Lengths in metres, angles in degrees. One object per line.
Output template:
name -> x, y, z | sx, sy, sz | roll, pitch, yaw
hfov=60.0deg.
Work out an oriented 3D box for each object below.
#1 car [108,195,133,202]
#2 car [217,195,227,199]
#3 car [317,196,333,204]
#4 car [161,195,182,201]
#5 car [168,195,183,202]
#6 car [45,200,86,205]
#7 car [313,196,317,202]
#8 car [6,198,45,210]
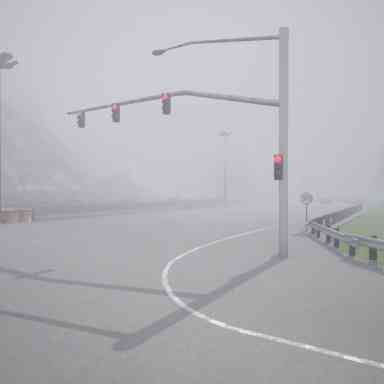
car -> -12.078, 1.272, 56.532 | 2.097, 1.767, 4.553 | 0, 0, 31
car -> 6.611, 1.463, 72.826 | 2.128, 1.511, 4.902 | 0, 0, 14
car -> 25.561, 1.549, 63.331 | 1.994, 1.385, 4.181 | 0, 0, 16
car -> -3.651, 1.543, 50.178 | 1.895, 1.301, 4.718 | 0, 0, 31
car -> -3.674, 1.358, 74.929 | 1.882, 1.535, 5.008 | 0, 0, 14
car -> -12.923, 1.503, 35.504 | 1.994, 1.385, 4.181 | 0, 0, 33
car -> 28.111, 1.520, 72.920 | 2.033, 1.411, 5.357 | 0, 0, 7
car -> -20.770, 1.464, 42.719 | 2.033, 1.411, 5.357 | 0, 0, 32
